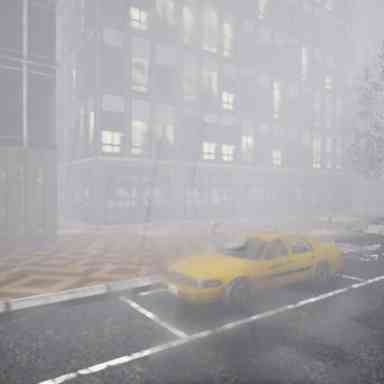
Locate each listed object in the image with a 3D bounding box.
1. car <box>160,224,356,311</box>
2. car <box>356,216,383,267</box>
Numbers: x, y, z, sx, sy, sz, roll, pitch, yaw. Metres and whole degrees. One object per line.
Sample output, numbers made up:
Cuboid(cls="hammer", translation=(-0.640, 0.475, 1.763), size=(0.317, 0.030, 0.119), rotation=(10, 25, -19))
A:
Cuboid(cls="car", translation=(1.603, 1.512, 7.714), size=(4.829, 1.417, 1.752), rotation=(0, 0, -36))
Cuboid(cls="car", translation=(6.370, 1.524, 11.129), size=(4.403, 1.369, 2.008), rotation=(0, 0, -36))
